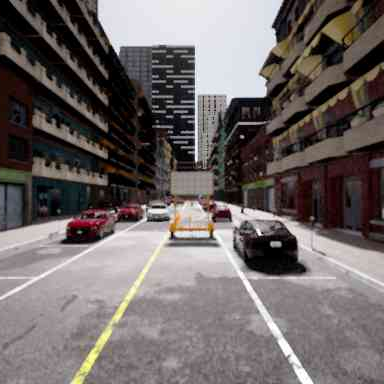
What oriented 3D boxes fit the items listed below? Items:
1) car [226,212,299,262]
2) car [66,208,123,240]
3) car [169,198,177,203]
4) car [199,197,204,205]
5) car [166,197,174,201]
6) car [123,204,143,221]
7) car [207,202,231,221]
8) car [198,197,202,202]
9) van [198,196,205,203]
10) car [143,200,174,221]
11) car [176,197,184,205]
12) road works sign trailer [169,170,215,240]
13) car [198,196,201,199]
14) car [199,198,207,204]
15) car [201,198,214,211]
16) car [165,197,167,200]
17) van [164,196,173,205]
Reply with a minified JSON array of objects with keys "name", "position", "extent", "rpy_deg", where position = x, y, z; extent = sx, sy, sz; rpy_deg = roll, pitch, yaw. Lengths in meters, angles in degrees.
[{"name":"car","position":[2.571,1.653,12.279],"extent":[1.947,1.339,4.313],"rpy_deg":[1,0,0]},{"name":"car","position":[-5.310,1.672,17.956],"extent":[1.887,1.381,4.507],"rpy_deg":[1,0,0]},{"name":"car","position":[-5.319,2.274,91.921],"extent":[1.887,1.381,4.507],"rpy_deg":[0,-1,0]},{"name":"car","position":[2.566,1.934,52.106],"extent":[1.887,1.381,4.507],"rpy_deg":[1,0,0]},{"name":"car","position":[-5.316,2.072,69.163],"extent":[1.887,1.381,4.507],"rpy_deg":[1,0,0]},{"name":"car","position":[-5.311,1.756,29.335],"extent":[1.887,1.381,4.507],"rpy_deg":[1,0,0]},{"name":"car","position":[2.568,1.794,29.347],"extent":[1.802,1.307,4.206],"rpy_deg":[1,0,0]},{"name":"car","position":[2.566,1.979,57.795],"extent":[1.887,1.381,4.507],"rpy_deg":[1,0,0]},{"name":"van","position":[2.563,2.070,91.933],"extent":[1.690,1.788,3.998],"rpy_deg":[0,-1,0]},{"name":"car","position":[-2.852,1.736,29.161],"extent":[1.812,1.442,4.674],"rpy_deg":[0,0,0]},{"name":"car","position":[-2.758,1.865,70.492],"extent":[2.097,1.767,4.553],"rpy_deg":[0,0,0]},{"name":"road works sign trailer","position":[-0.002,0.592,17.966],"extent":[2.380,3.560,2.880],"rpy_deg":[0,0,0]},{"name":"car","position":[2.563,2.103,75.033],"extent":[1.752,1.417,4.829],"rpy_deg":[0,0,0]},{"name":"car","position":[2.562,2.208,80.552],"extent":[1.802,1.307,4.206],"rpy_deg":[0,-1,0]},{"name":"car","position":[2.567,1.926,46.416],"extent":[1.802,1.307,4.206],"rpy_deg":[1,0,0]},{"name":"car","position":[-5.314,1.913,51.924],"extent":[1.752,1.417,4.829],"rpy_deg":[1,0,0]},{"name":"van","position":[-5.315,1.917,74.853],"extent":[1.690,1.788,3.998],"rpy_deg":[1,0,0]}]
